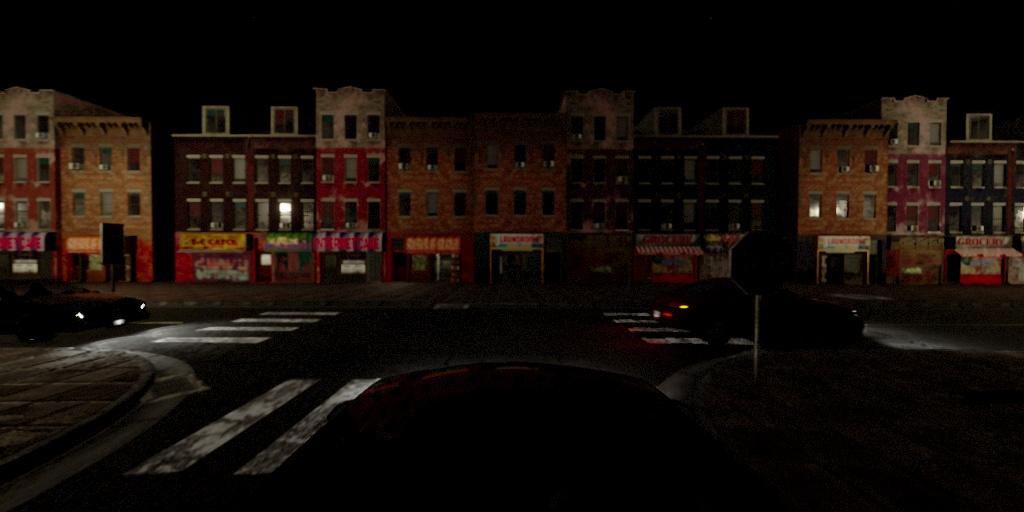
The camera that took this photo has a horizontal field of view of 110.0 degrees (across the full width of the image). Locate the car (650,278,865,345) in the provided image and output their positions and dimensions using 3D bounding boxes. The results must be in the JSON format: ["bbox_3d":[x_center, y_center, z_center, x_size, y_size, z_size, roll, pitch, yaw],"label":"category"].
[{"bbox_3d":[5.875,1.269,8.904,4.674,1.442,1.812,0,1,0],"label":"car"}]

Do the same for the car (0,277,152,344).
[{"bbox_3d":[-12.294,1.229,8.780,5.357,1.411,2.033,0,1,0],"label":"car"}]
